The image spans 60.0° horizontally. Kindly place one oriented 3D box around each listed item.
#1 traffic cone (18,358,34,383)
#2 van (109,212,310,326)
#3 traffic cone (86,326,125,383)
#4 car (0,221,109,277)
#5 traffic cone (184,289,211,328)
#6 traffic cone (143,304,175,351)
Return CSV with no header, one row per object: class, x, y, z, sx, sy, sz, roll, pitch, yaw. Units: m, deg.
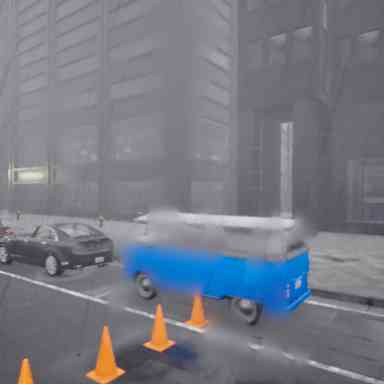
traffic cone,-1.656,1.961,3.312,0.340,0.580,0.340,0,0,36
van,0.334,1.361,6.854,3.998,1.788,1.690,0,0,36
traffic cone,-1.073,1.964,4.124,0.340,0.580,0.340,0,0,36
car,-4.246,1.567,10.141,4.403,1.369,2.008,0,0,36
traffic cone,0.094,1.972,5.748,0.340,0.580,0.340,0,0,36
traffic cone,-0.490,1.968,4.936,0.340,0.580,0.340,0,0,36
